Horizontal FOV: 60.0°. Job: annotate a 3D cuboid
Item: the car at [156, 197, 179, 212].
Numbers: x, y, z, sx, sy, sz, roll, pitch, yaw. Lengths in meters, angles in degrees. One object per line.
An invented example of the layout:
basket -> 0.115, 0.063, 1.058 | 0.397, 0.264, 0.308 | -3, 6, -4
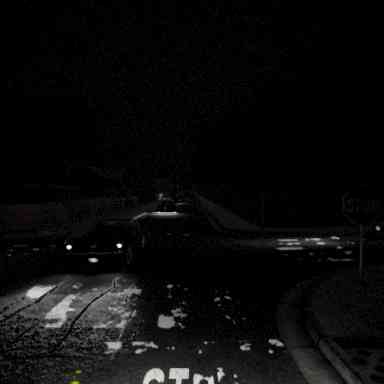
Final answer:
car -> -2.852, 1.540, 37.502 | 1.994, 1.385, 4.181 | 0, 0, 0

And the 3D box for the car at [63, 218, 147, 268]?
car -> -2.796, 1.633, 11.650 | 1.895, 1.301, 4.718 | -1, 0, 0

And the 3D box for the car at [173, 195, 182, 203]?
car -> -2.921, 1.397, 63.212 | 1.837, 1.490, 4.892 | 0, 1, 0

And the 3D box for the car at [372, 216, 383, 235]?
car -> 10.280, 1.219, 14.028 | 4.902, 1.511, 2.128 | -1, 0, 0
